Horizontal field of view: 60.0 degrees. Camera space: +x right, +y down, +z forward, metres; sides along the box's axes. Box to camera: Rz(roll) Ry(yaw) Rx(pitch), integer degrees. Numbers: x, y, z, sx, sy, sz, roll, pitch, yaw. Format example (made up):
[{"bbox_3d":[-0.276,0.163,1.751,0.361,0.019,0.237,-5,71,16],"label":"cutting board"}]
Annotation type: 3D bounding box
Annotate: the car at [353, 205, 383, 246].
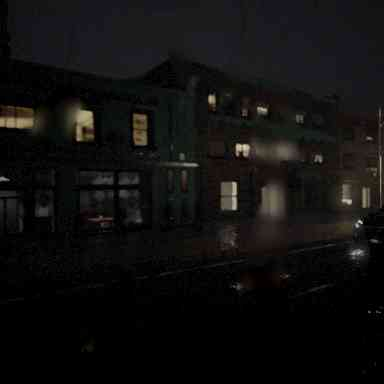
[{"bbox_3d":[8.744,1.264,13.908,4.553,1.767,2.097,0,0,-35],"label":"car"}]
